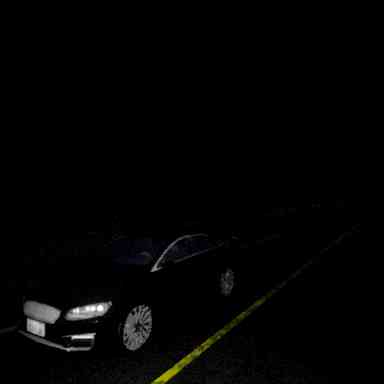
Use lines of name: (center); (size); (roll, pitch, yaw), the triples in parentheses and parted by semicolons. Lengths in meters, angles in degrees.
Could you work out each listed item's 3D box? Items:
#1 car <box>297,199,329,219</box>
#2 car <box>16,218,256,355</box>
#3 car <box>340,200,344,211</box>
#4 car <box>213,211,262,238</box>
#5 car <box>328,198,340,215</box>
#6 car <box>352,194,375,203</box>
car: (10.605, 1.583, 29.463); (1.802, 1.307, 4.206); (0, 0, 32)
car: (-0.736, 1.491, 6.393); (2.128, 1.511, 4.902); (0, 0, 32)
car: (16.446, 1.442, 38.843); (1.967, 1.590, 4.097); (0, 0, 32)
car: (1.844, 1.566, 15.392); (1.947, 1.339, 4.313); (0, 0, 32)
car: (13.526, 1.567, 34.153); (1.947, 1.339, 4.313); (0, 0, 32)
car: (20.718, 1.156, 40.656); (2.033, 1.411, 5.357); (0, 0, 32)
